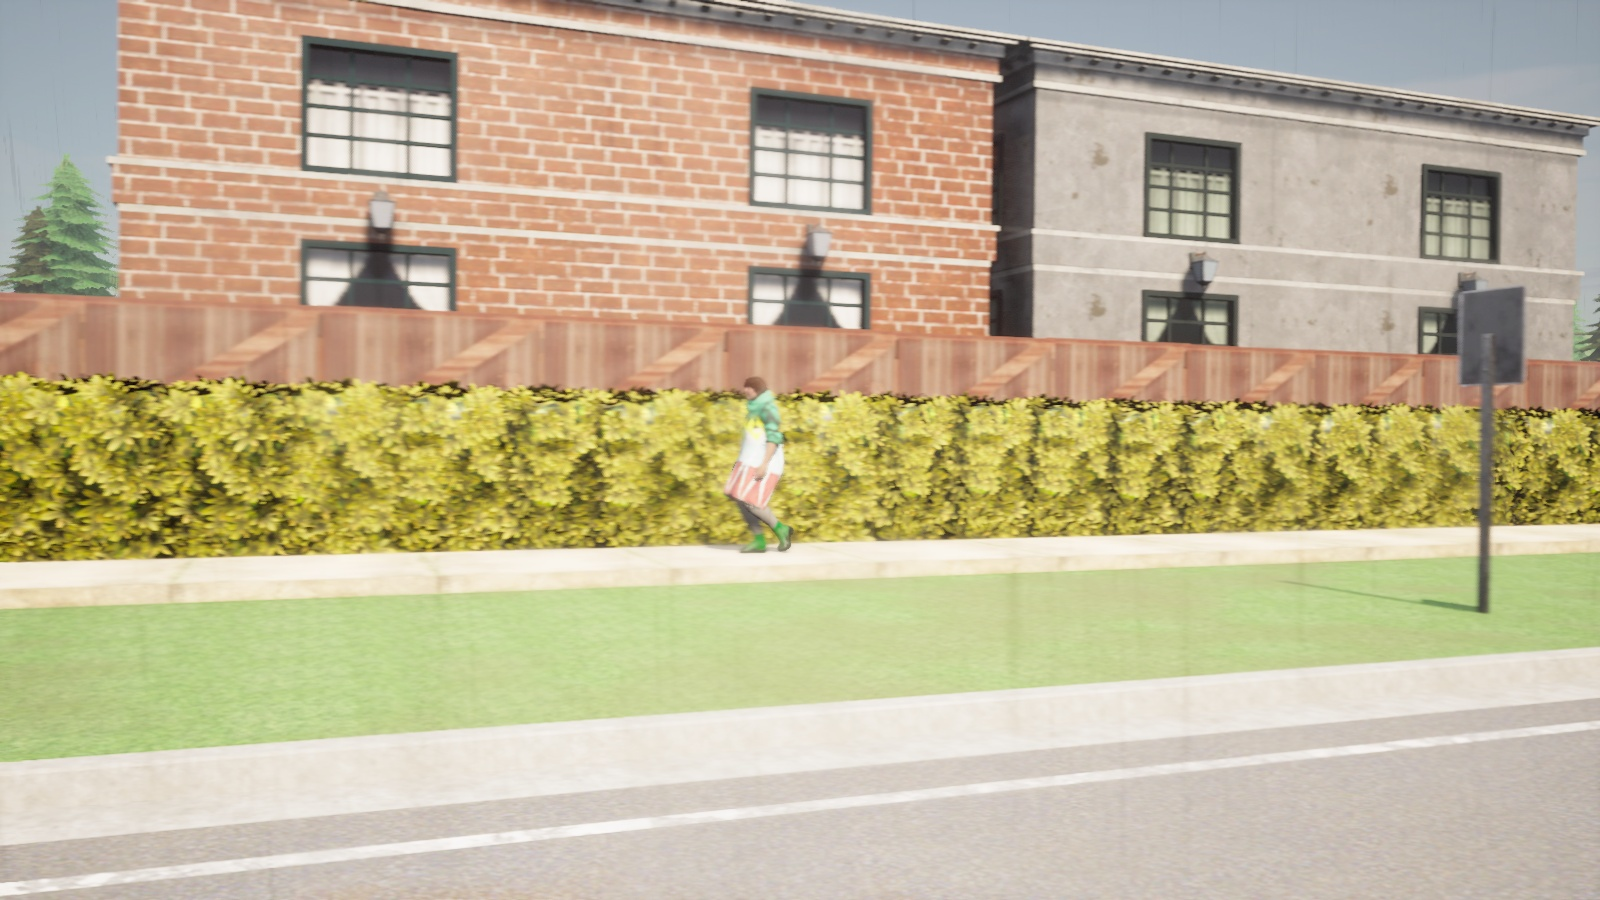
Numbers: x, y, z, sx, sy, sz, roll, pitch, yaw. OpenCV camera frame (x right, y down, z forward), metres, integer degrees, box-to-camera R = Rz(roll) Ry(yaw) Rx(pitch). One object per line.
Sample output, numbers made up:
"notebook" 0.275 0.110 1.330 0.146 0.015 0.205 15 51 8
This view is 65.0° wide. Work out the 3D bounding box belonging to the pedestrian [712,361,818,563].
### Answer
"pedestrian" -0.356 0.106 12.594 0.873 1.952 0.659 -1 1 -21
